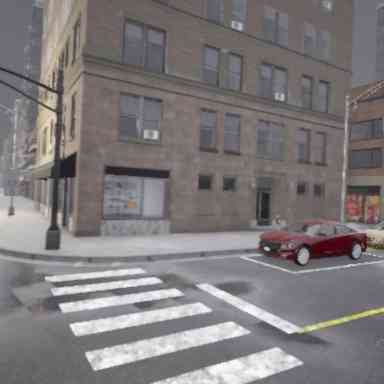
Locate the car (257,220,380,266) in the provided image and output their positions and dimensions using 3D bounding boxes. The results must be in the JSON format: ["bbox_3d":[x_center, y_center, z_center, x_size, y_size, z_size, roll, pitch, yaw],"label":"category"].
[{"bbox_3d":[4.409,1.689,12.024,4.507,1.381,1.887,2,0,-30],"label":"car"}]

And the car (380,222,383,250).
[{"bbox_3d":[9.016,1.842,14.685,4.829,1.417,1.752,2,0,-30],"label":"car"}]
